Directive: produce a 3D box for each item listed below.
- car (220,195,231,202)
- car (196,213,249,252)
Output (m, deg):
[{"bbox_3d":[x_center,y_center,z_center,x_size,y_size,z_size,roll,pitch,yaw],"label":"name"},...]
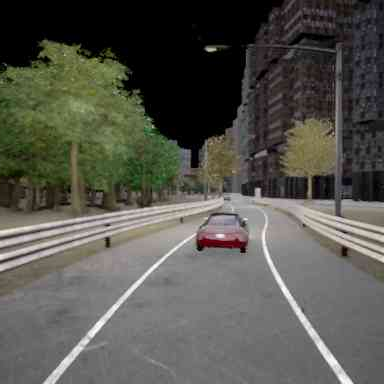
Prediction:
[{"bbox_3d":[7.797,1.472,77.460,1.812,1.442,4.674,0,0,-6],"label":"car"},{"bbox_3d":[1.408,1.573,14.136,1.994,1.385,4.181,0,0,11],"label":"car"}]
